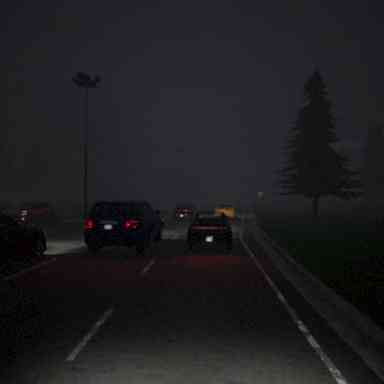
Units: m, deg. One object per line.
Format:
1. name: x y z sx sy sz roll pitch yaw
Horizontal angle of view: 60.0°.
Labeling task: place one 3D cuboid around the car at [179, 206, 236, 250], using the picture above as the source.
1. car: 0.861 1.635 15.209 2.128 1.511 4.902 0 -1 5

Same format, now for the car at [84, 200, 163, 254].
1. car: -2.725 1.353 14.414 2.150 2.045 5.566 0 -1 5

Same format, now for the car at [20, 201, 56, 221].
1. car: -13.030 1.589 26.866 2.097 1.767 4.553 0 -1 10

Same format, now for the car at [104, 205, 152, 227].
1. car: -4.815 1.784 25.911 2.033 1.411 5.357 0 -1 9

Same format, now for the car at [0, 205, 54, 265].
1. car: -6.479 1.443 10.419 2.097 1.767 4.553 0 0 3

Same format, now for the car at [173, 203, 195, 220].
1. car: -0.493 1.791 30.692 1.837 1.490 4.892 0 -1 9

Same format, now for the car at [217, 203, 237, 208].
1. car: 3.251 1.780 31.931 1.882 1.535 5.008 0 -1 9
